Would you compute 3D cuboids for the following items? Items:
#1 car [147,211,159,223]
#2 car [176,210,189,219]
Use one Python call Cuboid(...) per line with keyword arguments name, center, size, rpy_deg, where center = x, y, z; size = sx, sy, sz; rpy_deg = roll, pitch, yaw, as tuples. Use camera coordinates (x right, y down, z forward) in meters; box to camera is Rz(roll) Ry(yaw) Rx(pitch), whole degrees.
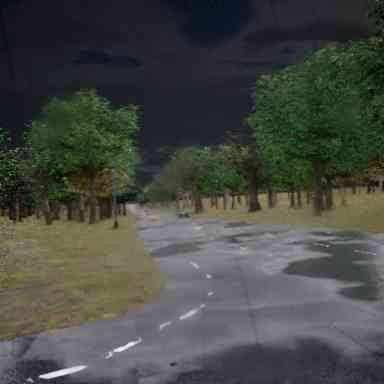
Cuboid(name="car", center=(-7.132, 4.851, 62.401), size=(1.882, 1.535, 5.008), rpy_deg=(-4, -2, -6))
Cuboid(name="car", center=(-2.123, 4.590, 69.222), size=(2.097, 1.767, 4.553), rpy_deg=(-4, -2, -12))
